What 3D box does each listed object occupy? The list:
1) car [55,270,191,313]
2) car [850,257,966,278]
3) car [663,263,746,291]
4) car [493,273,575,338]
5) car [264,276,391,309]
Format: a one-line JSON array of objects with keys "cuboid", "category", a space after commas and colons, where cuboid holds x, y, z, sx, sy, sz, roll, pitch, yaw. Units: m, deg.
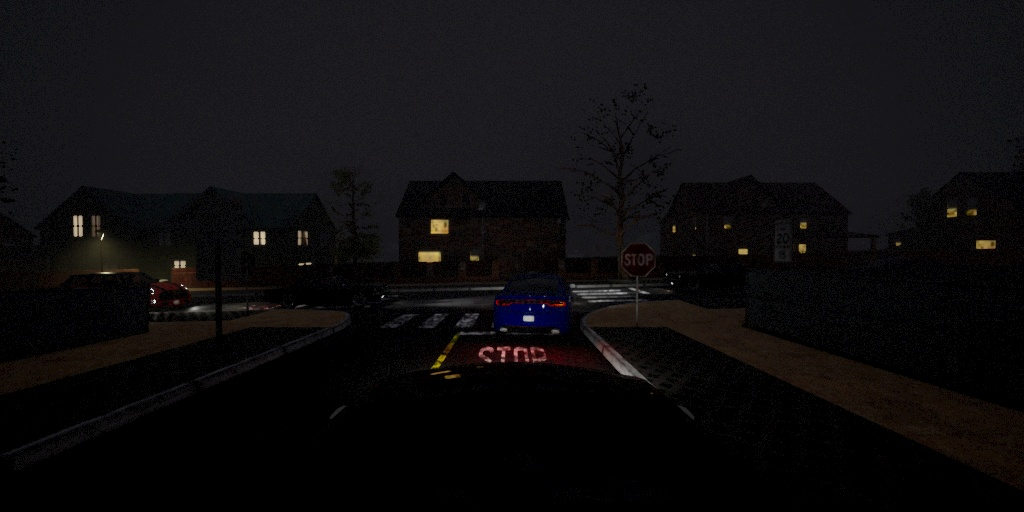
[{"cuboid": [-16.798, 1.471, 15.533, 4.553, 1.767, 2.097, -1, 1, 0], "category": "car"}, {"cuboid": [20.057, 0.753, 18.501, 5.357, 1.411, 2.033, -1, 1, 0], "category": "car"}, {"cuboid": [10.412, 1.034, 18.465, 4.718, 1.301, 1.895, -1, 1, -1], "category": "car"}, {"cuboid": [0.787, 1.226, 10.331, 1.882, 1.535, 5.008, 0, 0, 10], "category": "car"}, {"cuboid": [-7.811, 1.506, 15.540, 4.718, 1.301, 1.895, -1, 1, 0], "category": "car"}]
